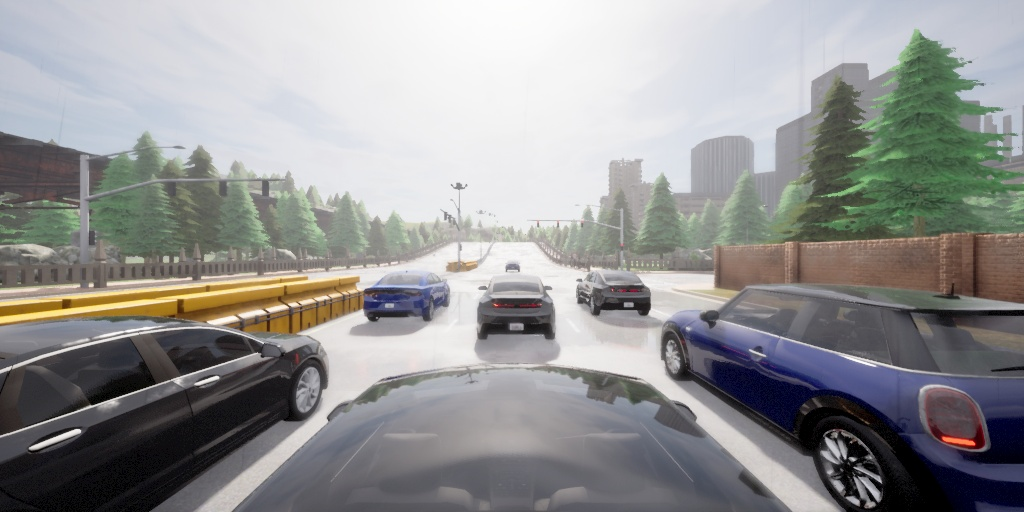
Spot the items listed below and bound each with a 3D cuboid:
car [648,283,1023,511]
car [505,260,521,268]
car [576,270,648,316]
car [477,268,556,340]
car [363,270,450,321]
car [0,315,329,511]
[{"bbox_3d":[3.602,1.102,4.352,2.097,1.767,4.553,0,0,0],"label":"car"},{"bbox_3d":[0.086,1.276,46.255,1.812,1.442,4.674,0,0,0],"label":"car"},{"bbox_3d":[3.619,1.255,13.436,1.837,1.490,4.892,0,0,1],"label":"car"},{"bbox_3d":[0.099,1.255,10.003,1.837,1.490,4.892,0,0,0],"label":"car"},{"bbox_3d":[-3.399,1.228,12.427,1.882,1.535,5.008,0,0,0],"label":"car"},{"bbox_3d":[-3.400,1.255,2.934,1.837,1.490,4.892,0,0,0],"label":"car"}]
